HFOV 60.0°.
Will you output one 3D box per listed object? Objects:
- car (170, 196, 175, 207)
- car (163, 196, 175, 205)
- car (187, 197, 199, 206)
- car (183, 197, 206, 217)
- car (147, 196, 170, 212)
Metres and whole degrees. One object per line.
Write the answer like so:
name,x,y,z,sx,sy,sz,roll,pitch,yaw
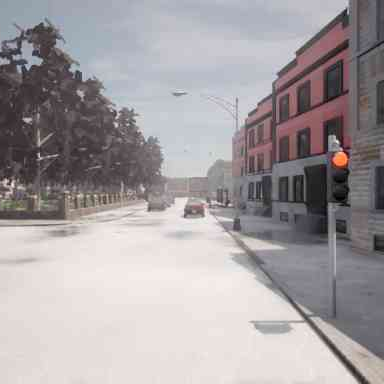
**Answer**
car,-4.074,1.547,49.223,2.033,1.411,5.357,0,0,0
car,-4.039,1.505,59.622,1.837,1.490,4.892,0,0,0
car,0.129,1.547,57.266,2.033,1.411,5.357,0,0,0
car,0.175,1.526,31.236,1.812,1.442,4.674,0,0,0
car,-4.080,1.478,39.323,1.882,1.535,5.008,0,0,0
